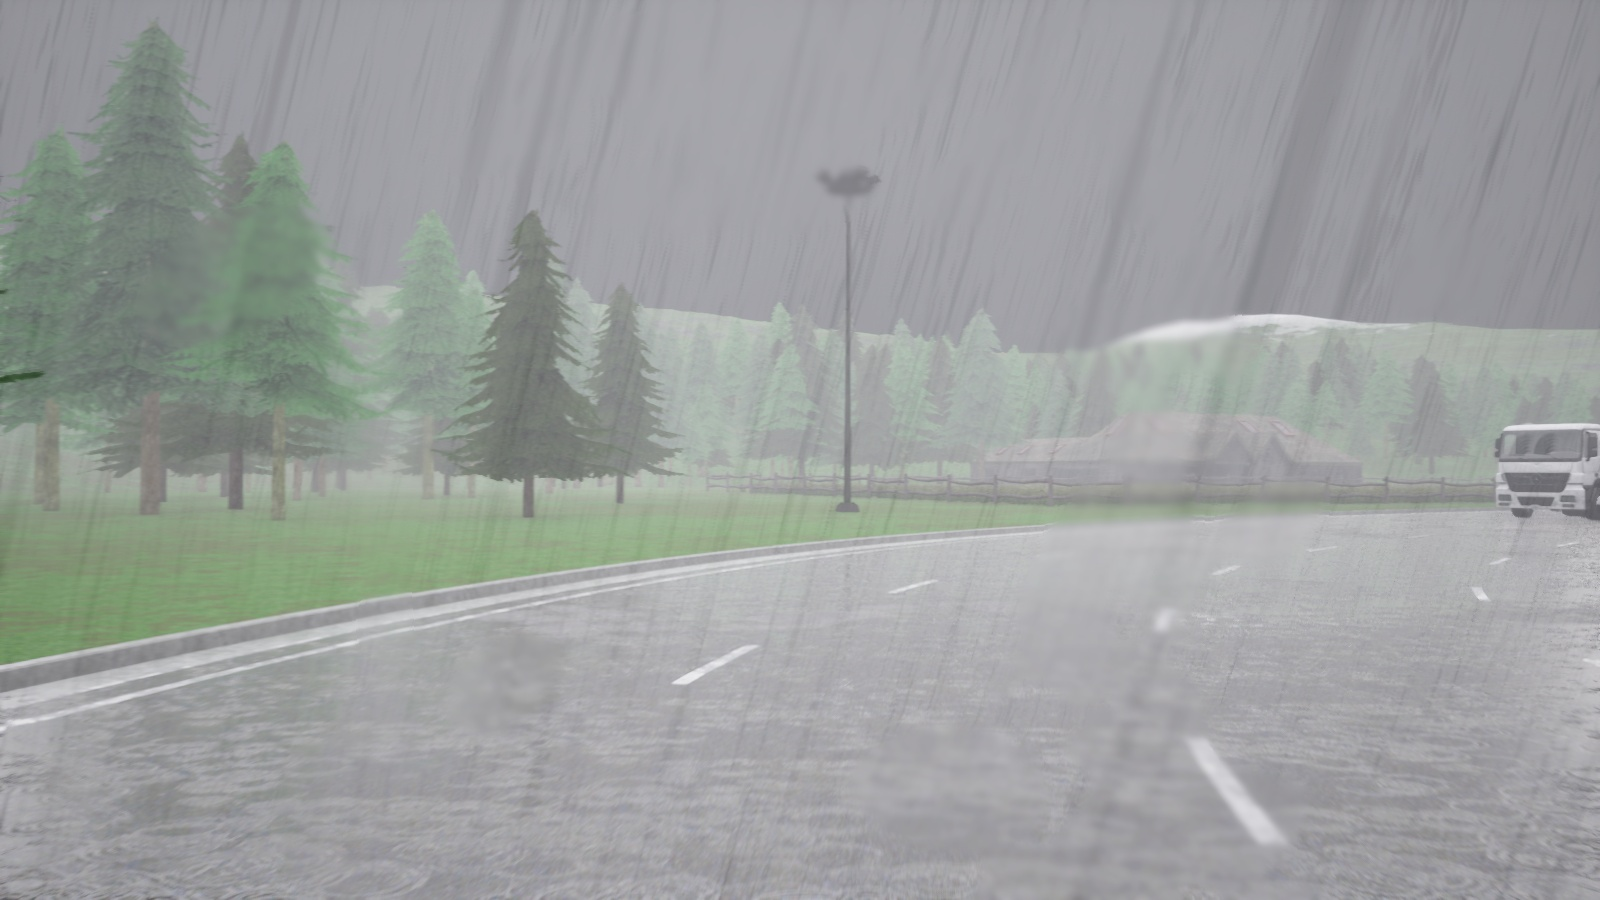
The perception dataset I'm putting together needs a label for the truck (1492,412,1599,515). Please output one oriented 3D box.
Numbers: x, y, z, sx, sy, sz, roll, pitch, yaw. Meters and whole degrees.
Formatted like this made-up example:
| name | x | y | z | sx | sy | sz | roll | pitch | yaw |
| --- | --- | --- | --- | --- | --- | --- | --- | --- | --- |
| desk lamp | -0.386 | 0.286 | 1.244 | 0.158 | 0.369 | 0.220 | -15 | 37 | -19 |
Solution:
| name | x | y | z | sx | sy | sz | roll | pitch | yaw |
| --- | --- | --- | --- | --- | --- | --- | --- | --- | --- |
| truck | 28.644 | 0.516 | 45.646 | 7.936 | 3.462 | 2.891 | 1 | -1 | -35 |
